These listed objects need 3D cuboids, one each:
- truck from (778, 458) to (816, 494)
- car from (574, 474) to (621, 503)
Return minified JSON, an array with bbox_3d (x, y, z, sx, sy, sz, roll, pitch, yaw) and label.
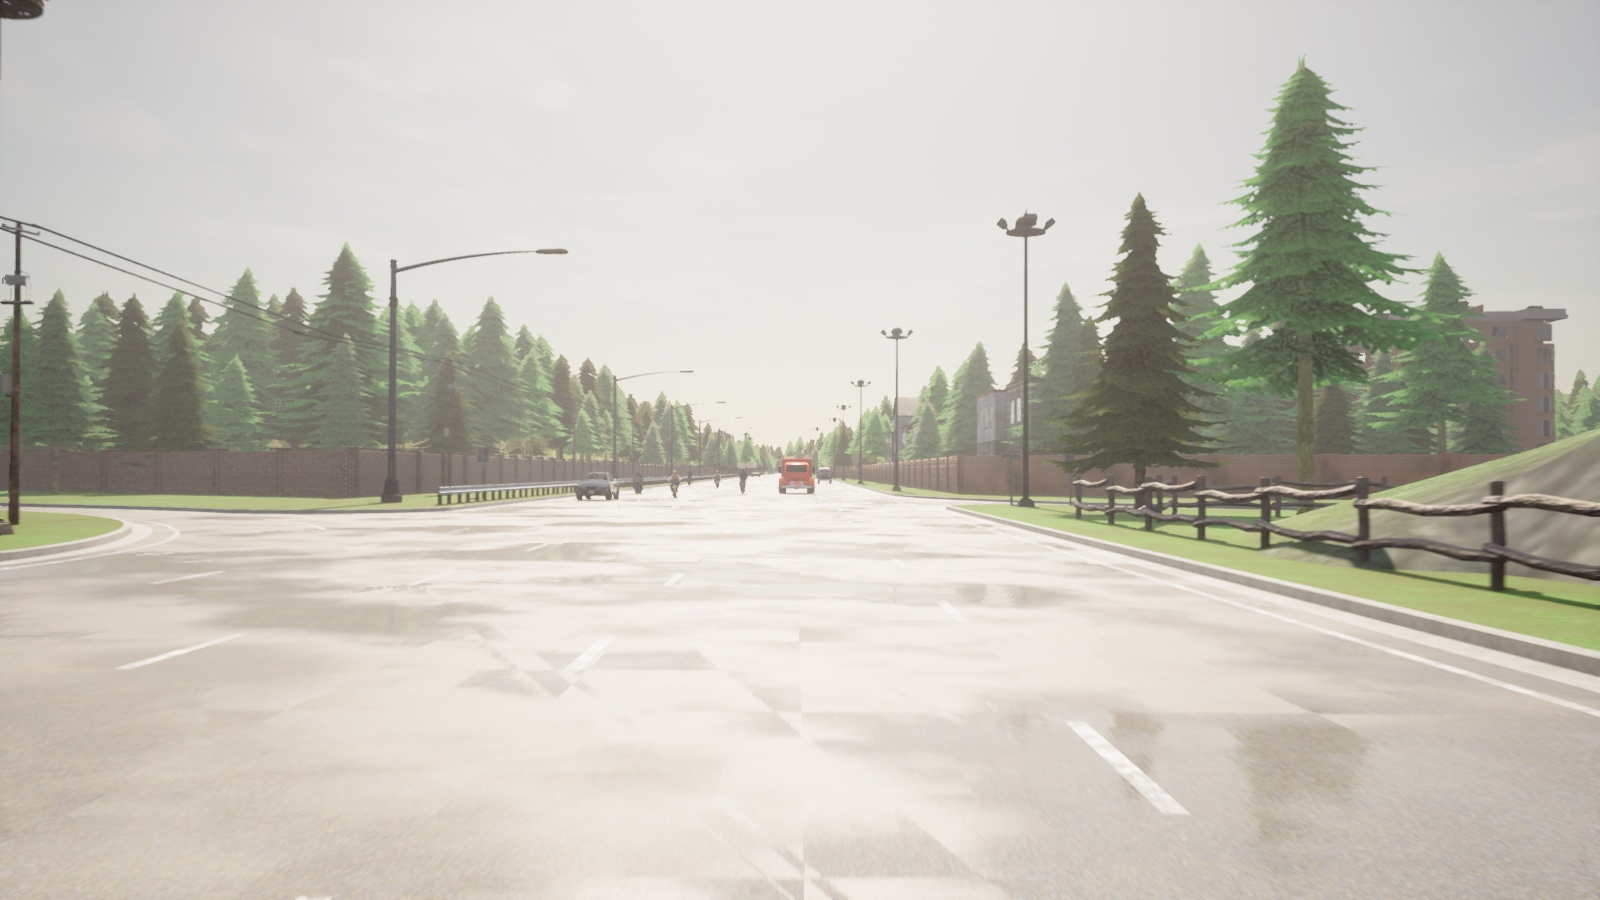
[{"bbox_3d":[-0.218,1.825,88.155,2.627,2.467,5.204,0,-1,0],"label":"truck"},{"bbox_3d":[-10.662,1.999,66.472,1.816,1.474,4.193,0,-1,0],"label":"car"}]
